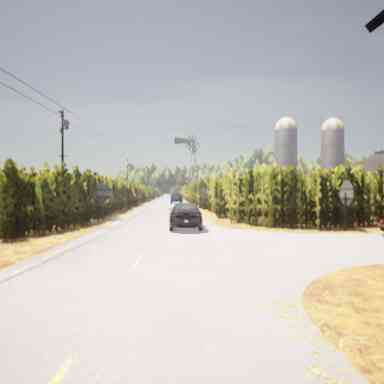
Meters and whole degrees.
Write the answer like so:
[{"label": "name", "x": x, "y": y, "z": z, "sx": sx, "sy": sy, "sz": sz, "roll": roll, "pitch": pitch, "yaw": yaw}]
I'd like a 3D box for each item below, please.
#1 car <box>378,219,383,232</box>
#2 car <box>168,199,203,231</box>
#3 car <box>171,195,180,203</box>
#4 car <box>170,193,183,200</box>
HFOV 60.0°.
[{"label": "car", "x": 11.645, "y": 1.569, "z": 16.008, "sx": 4.718, "sy": 1.301, "sz": 1.895, "roll": 0, "pitch": 0, "yaw": -3}, {"label": "car", "x": -0.420, "y": 1.443, "z": 20.486, "sx": 1.882, "sy": 1.535, "sz": 5.008, "roll": 0, "pitch": 0, "yaw": -3}, {"label": "car", "x": -3.519, "y": 1.360, "z": 69.315, "sx": 1.882, "sy": 1.535, "sz": 5.008, "roll": 0, "pitch": 0, "yaw": -4}, {"label": "car", "x": -2.752, "y": 1.124, "z": 58.924, "sx": 2.150, "sy": 2.045, "sz": 5.566, "roll": 0, "pitch": 0, "yaw": -4}]
